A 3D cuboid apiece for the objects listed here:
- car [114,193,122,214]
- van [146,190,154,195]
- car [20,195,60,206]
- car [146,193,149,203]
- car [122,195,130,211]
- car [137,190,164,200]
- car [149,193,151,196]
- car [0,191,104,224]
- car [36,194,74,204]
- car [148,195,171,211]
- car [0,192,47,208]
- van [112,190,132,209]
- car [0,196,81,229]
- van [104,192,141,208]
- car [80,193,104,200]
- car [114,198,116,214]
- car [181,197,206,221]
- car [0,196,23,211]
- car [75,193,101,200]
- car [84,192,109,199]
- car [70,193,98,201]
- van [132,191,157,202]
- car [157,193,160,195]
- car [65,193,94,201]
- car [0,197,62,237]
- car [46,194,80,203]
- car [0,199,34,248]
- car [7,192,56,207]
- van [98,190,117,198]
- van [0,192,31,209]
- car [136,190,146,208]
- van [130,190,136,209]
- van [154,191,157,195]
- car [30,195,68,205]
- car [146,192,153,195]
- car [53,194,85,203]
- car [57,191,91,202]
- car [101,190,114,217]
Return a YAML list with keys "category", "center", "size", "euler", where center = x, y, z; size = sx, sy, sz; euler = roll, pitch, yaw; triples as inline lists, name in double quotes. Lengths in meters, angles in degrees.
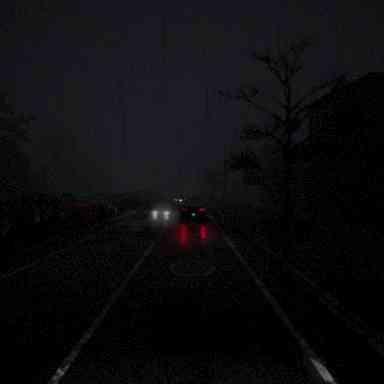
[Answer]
- category: "car"
  center: [-8.945, 1.198, 29.489]
  size: [4.553, 1.767, 2.185]
  euler: [0, 0, 0]
- category: "van"
  center: [-9.053, 0.929, 54.723]
  size: [4.442, 1.987, 1.878]
  euler: [0, 1, 0]
- category: "car"
  center: [-22.039, 1.247, 48.455]
  size: [4.792, 1.488, 2.163]
  euler: [0, 0, 0]
- category: "car"
  center: [-8.935, 1.233, 46.312]
  size: [4.892, 1.521, 2.231]
  euler: [0, 0, 0]
- category: "car"
  center: [-8.910, 1.310, 32.292]
  size: [4.892, 1.521, 2.231]
  euler: [0, 0, 0]
- category: "car"
  center: [-8.923, 0.693, 71.543]
  size: [5.566, 2.045, 2.435]
  euler: [0, 1, 0]
- category: "car"
  center: [-8.929, 1.251, 49.115]
  size: [4.674, 1.452, 2.002]
  euler: [0, 0, 0]
- category: "car"
  center: [-8.878, 1.115, 21.078]
  size: [5.566, 2.045, 2.435]
  euler: [0, 0, 0]
- category: "car"
  center: [-22.200, 1.162, 54.009]
  size: [5.366, 1.575, 1.946]
  euler: [0, 1, 0]
- category: "car"
  center: [-3.328, 1.337, 37.328]
  size: [2.033, 1.411, 5.357]
  euler: [0, 0, 0]
- category: "car"
  center: [-22.034, 1.006, 42.901]
  size: [5.566, 2.045, 2.435]
  euler: [0, 0, 0]
- category: "van"
  center: [-9.036, 1.069, 35.095]
  size: [4.442, 1.987, 1.878]
  euler: [0, 0, 0]
- category: "car"
  center: [-8.873, 1.254, 18.276]
  size: [4.553, 1.767, 2.185]
  euler: [0, 0, 0]
- category: "van"
  center: [-9.043, 1.027, 43.503]
  size: [4.442, 1.987, 1.878]
  euler: [0, 0, 0]
- category: "car"
  center: [-22.062, 0.951, 73.440]
  size: [4.792, 1.488, 2.163]
  euler: [0, 1, 0]
- category: "car"
  center: [-8.909, 1.378, 26.686]
  size: [4.674, 1.452, 2.002]
  euler: [0, 0, 0]
- category: "car"
  center: [0.113, 1.390, 25.469]
  size: [1.812, 1.442, 4.674]
  euler: [0, 0, 0]
- category: "car"
  center: [-22.187, 1.283, 37.352]
  size: [5.366, 1.575, 1.946]
  euler: [0, 0, 0]
- category: "car"
  center: [-22.037, 0.959, 70.665]
  size: [4.892, 1.521, 2.231]
  euler: [0, 1, 0]
- category: "car"
  center: [-21.850, 0.883, 76.215]
  size: [5.366, 1.575, 1.946]
  euler: [0, 1, 0]
- category: "car"
  center: [-22.033, 0.993, 67.890]
  size: [5.008, 1.535, 2.097]
  euler: [0, 1, 0]
- category: "van"
  center: [-9.061, 0.827, 63.134]
  size: [4.442, 1.987, 1.878]
  euler: [0, 1, 0]
- category: "car"
  center: [-8.936, 1.089, 60.334]
  size: [5.008, 1.535, 2.097]
  euler: [0, 1, 0]
- category: "car"
  center: [-22.031, 1.029, 65.114]
  size: [5.008, 1.535, 2.097]
  euler: [0, 1, 0]
- category: "car"
  center: [-8.870, 1.269, 15.472]
  size: [4.553, 1.767, 2.185]
  euler: [0, 0, 0]
- category: "car"
  center: [-22.013, 1.134, 56.786]
  size: [5.008, 1.535, 2.097]
  euler: [0, 1, 0]
- category: "car"
  center: [-8.930, 1.283, 12.669]
  size: [4.553, 1.767, 2.185]
  euler: [0, 0, 0]
- category: "car"
  center: [-21.980, 0.987, 45.678]
  size: [5.566, 2.045, 2.435]
  euler: [0, 0, 0]
- category: "van"
  center: [-22.162, 0.517, 87.313]
  size: [4.442, 1.987, 1.878]
  euler: [0, 1, 0]
- category: "van"
  center: [-22.120, 1.046, 40.125]
  size: [4.442, 1.987, 1.878]
  euler: [0, 0, 0]
- category: "car"
  center: [-8.896, 1.016, 40.702]
  size: [5.566, 2.045, 2.435]
  euler: [0, 0, 0]
- category: "van"
  center: [-9.038, 1.055, 37.898]
  size: [4.442, 1.987, 1.878]
  euler: [0, 0, 0]
- category: "van"
  center: [-8.822, 0.898, 57.524]
  size: [4.442, 1.987, 1.878]
  euler: [0, 1, 0]
- category: "car"
  center: [-21.984, 1.225, 51.238]
  size: [4.792, 1.488, 2.163]
  euler: [0, 0, 0]
- category: "car"
  center: [-8.963, 1.216, 51.923]
  size: [4.792, 1.488, 2.163]
  euler: [0, 1, 0]
- category: "car"
  center: [-22.014, 1.102, 59.564]
  size: [4.892, 1.521, 2.231]
  euler: [0, 1, 0]
- category: "car"
  center: [-21.994, 0.814, 62.335]
  size: [5.566, 2.045, 2.435]
  euler: [0, 1, 0]
- category: "car"
  center: [-8.881, 1.100, 23.882]
  size: [5.566, 2.045, 2.435]
  euler: [0, 0, 0]
